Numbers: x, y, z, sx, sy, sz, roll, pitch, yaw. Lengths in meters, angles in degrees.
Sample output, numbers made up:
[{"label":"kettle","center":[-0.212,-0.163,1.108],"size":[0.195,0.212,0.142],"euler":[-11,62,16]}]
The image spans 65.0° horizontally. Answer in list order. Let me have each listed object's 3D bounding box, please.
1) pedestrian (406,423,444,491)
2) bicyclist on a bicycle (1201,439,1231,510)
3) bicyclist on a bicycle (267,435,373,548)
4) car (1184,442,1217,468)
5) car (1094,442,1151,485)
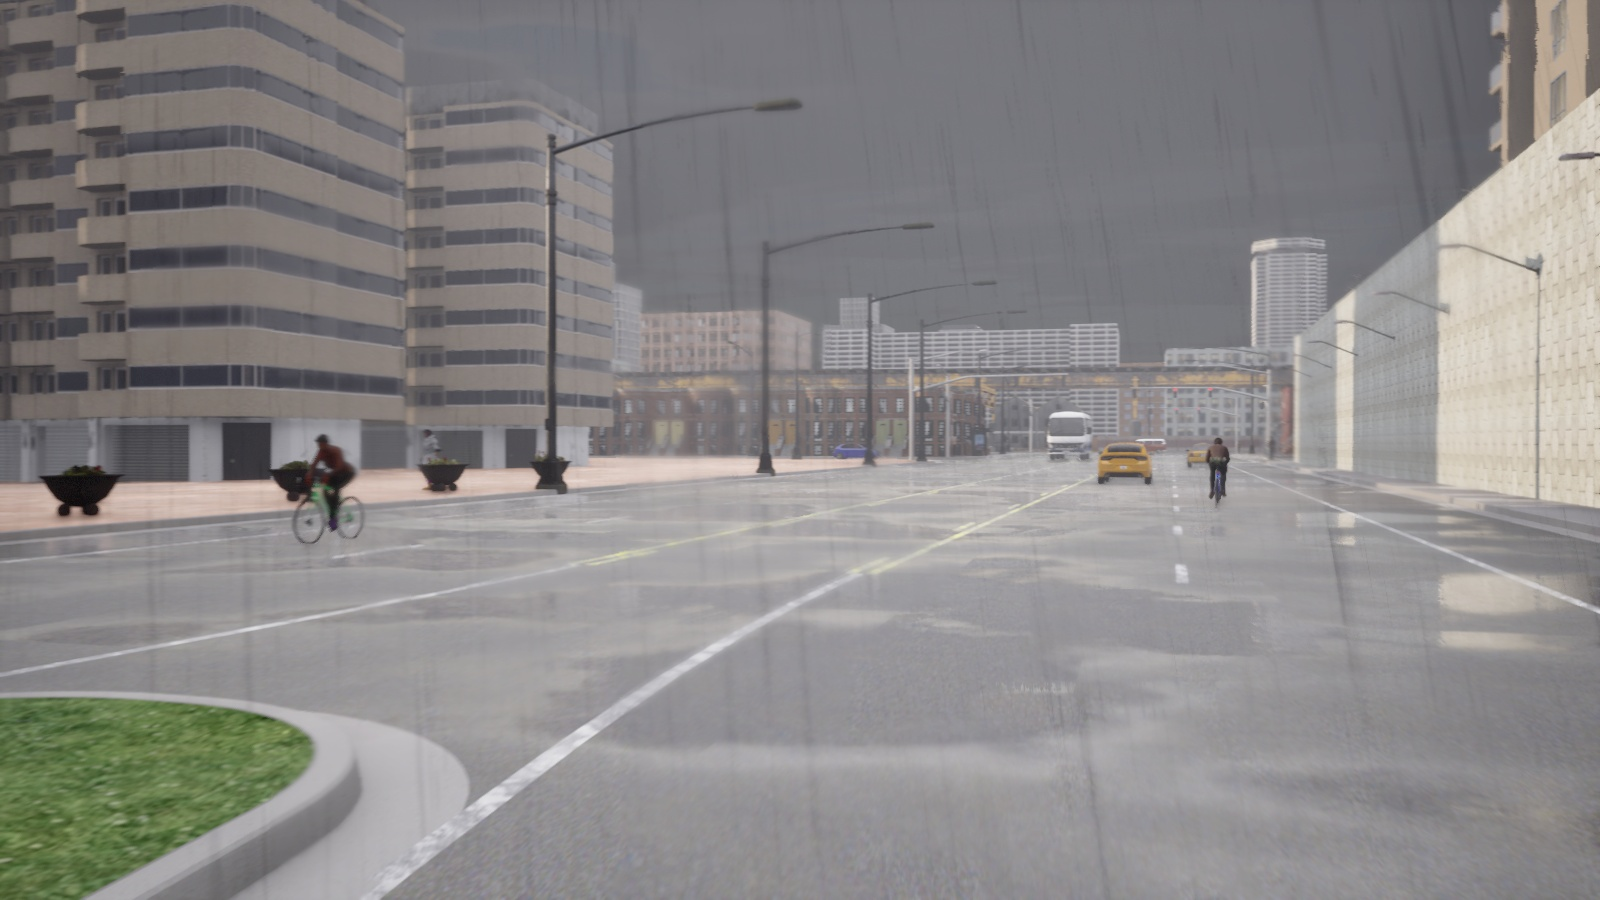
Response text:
[{"label":"pedestrian","center":[-10.865,0.205,36.425],"size":[0.873,1.952,0.659],"euler":[0,0,-39]},{"label":"bicyclist on a bicycle","center":[9.678,0.551,29.186],"size":[0.582,1.620,1.656],"euler":[0,0,21]},{"label":"bicyclist on a bicycle","center":[-7.132,0.581,18.729],"size":[0.582,1.620,1.656],"euler":[0,1,16]},{"label":"car","center":[24.627,0.292,77.293],"size":[1.801,1.575,5.366],"euler":[0,0,16]},{"label":"car","center":[12.250,0.477,47.510],"size":[1.882,1.535,5.008],"euler":[0,0,16]}]
